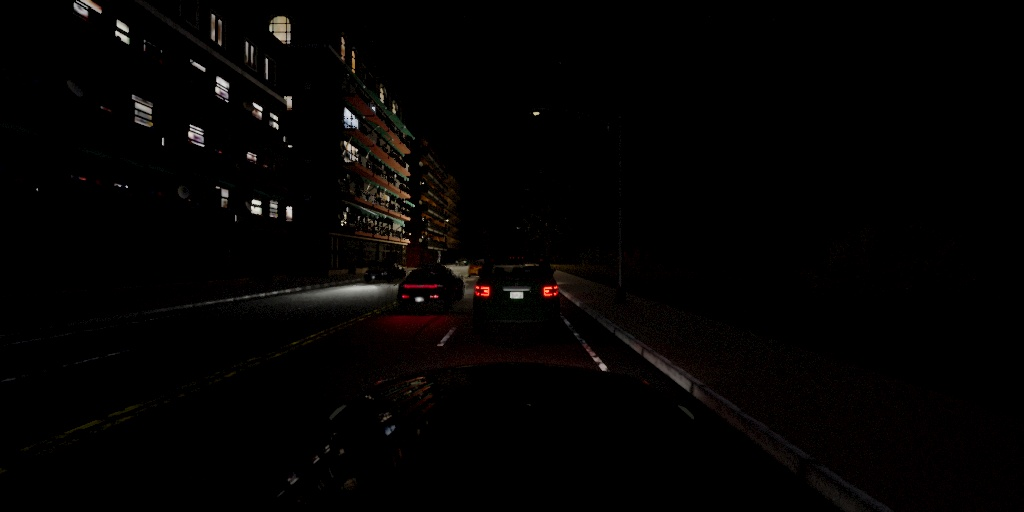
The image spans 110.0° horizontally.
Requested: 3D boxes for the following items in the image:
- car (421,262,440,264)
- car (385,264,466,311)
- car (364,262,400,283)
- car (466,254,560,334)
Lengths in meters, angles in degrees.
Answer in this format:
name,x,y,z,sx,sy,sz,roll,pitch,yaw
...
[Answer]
name,x,y,z,sx,sy,sz,roll,pitch,yaw
car,-6.519,1.229,28.372,1.882,1.535,5.008,0,0,0
car,-3.112,1.242,14.510,2.128,1.511,4.902,0,0,0
car,-9.771,1.243,27.743,2.128,1.511,4.902,0,0,0
car,0.121,0.973,10.733,2.150,2.045,5.566,0,0,0
